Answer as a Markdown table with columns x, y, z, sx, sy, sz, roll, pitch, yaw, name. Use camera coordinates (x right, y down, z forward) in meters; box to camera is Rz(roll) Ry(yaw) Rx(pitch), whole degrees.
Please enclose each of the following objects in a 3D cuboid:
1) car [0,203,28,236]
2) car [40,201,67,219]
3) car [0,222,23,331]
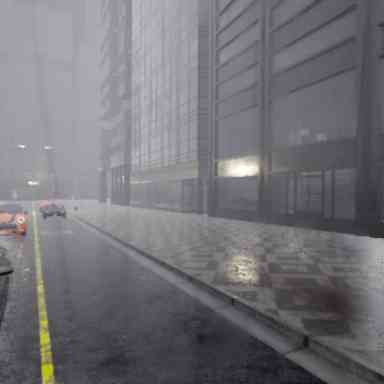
| x | y | z | sx | sy | sz | roll | pitch | yaw | name |
| --- | --- | --- | --- | --- | --- | --- | --- | --- | --- |
| -10.318 | 1.438 | 18.487 | 2.097 | 1.767 | 4.553 | 0 | 0 | -25 | car |
| -12.771 | 1.761 | 30.752 | 1.895 | 1.301 | 4.718 | 0 | 0 | -25 | car |
| -3.980 | 1.512 | 5.247 | 2.128 | 1.511 | 4.902 | 0 | 0 | -26 | car |
